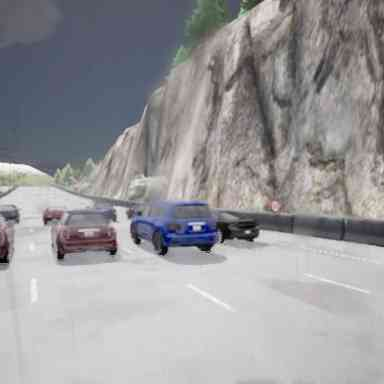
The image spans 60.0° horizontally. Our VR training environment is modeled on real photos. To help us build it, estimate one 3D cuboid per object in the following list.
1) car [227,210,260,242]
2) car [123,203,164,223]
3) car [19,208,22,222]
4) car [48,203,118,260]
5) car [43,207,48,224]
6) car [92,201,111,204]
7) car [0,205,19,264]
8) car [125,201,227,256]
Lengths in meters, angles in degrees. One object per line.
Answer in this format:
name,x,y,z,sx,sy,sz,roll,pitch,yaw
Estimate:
car,1.465,1.663,17.280,1.882,1.535,5.008,0,0,-25
car,-4.352,1.778,29.202,2.033,1.411,5.357,0,0,-26
car,-14.381,1.698,25.855,1.812,1.442,4.674,0,0,-25
car,-4.483,1.493,13.493,2.097,1.767,4.553,0,-1,-25
car,-10.963,1.793,26.813,1.895,1.301,4.718,0,0,-25
car,-7.886,1.563,28.502,2.097,1.767,4.553,0,0,-25
car,-7.631,1.473,11.963,2.097,1.767,4.553,0,-1,-25
car,-0.978,1.379,14.259,2.150,2.045,5.566,0,0,-26
